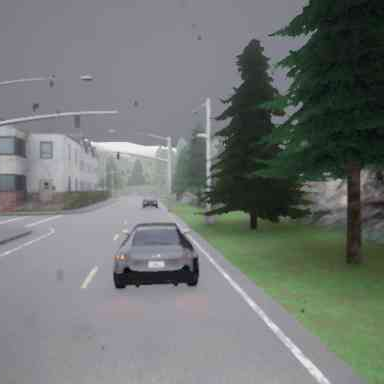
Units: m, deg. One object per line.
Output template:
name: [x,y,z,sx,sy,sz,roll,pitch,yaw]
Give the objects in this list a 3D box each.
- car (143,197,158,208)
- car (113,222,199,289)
car: [-5.309,1.322,42.230,1.895,1.301,4.718,0,0,-8]
car: [-0.966,1.503,9.103,1.994,1.385,4.181,0,0,-6]
